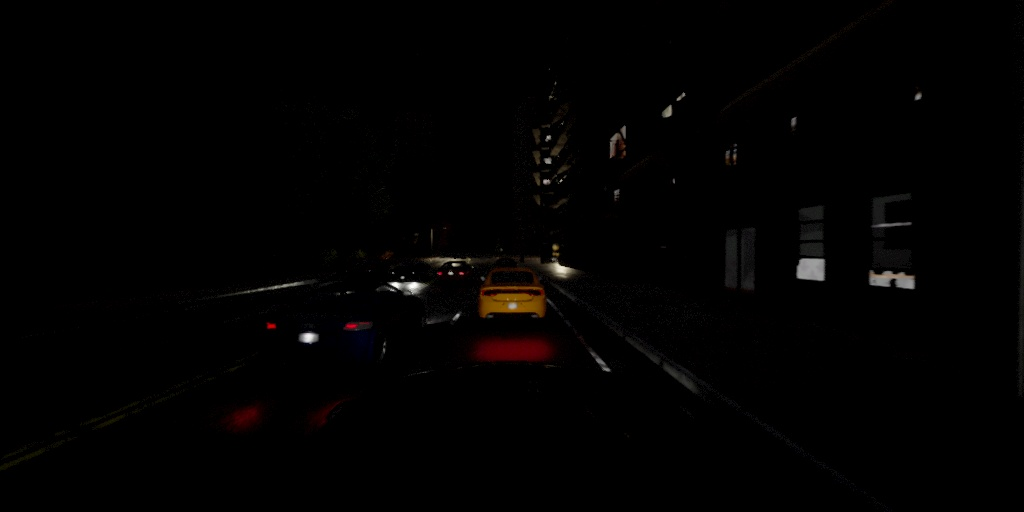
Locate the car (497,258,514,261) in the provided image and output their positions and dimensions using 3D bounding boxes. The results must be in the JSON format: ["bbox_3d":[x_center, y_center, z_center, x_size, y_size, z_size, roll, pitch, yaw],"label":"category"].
[{"bbox_3d":[-0.500,0.886,28.878,1.812,1.442,4.674,0,1,-2],"label":"car"}]

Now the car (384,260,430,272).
[{"bbox_3d":[-7.020,0.957,25.586,2.033,1.411,5.357,0,1,-1],"label":"car"}]

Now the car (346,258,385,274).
[{"bbox_3d":[-10.328,0.882,26.076,1.882,1.535,5.008,0,1,-2],"label":"car"}]

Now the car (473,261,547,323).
[{"bbox_3d":[-0.018,1.086,11.585,1.882,1.535,5.008,0,1,-1],"label":"car"}]

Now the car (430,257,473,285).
[{"bbox_3d":[-3.552,0.994,22.956,2.033,1.411,5.357,0,1,-1],"label":"car"}]

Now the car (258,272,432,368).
[{"bbox_3d":[-3.231,1.230,7.690,1.994,1.385,4.181,0,1,0],"label":"car"}]
